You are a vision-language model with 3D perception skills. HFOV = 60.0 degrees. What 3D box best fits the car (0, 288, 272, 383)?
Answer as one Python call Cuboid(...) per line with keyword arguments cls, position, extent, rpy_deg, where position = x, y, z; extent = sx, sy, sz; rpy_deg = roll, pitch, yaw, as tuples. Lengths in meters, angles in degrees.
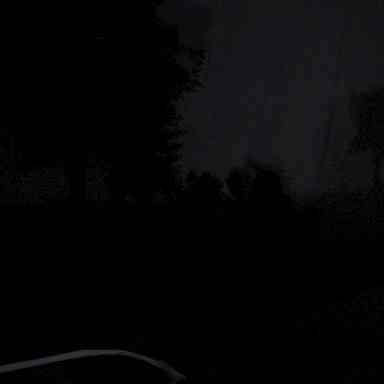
Cuboid(cls="car", position=(-1.665, 1.488, 1.806), extent=(4.902, 1.511, 2.128), rpy_deg=(0, 1, -35))
